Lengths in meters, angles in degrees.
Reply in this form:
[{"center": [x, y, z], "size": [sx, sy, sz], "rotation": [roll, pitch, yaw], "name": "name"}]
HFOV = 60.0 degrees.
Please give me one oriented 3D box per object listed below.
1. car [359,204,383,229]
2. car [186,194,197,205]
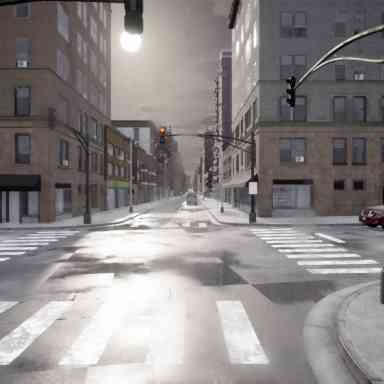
[{"center": [12.053, 1.123, 18.445], "size": [5.009, 1.841, 2.192], "rotation": [-1, 1, 0], "name": "car"}, {"center": [-0.015, 1.594, 59.976], "size": [2.033, 1.411, 5.357], "rotation": [0, 0, 0], "name": "car"}]
